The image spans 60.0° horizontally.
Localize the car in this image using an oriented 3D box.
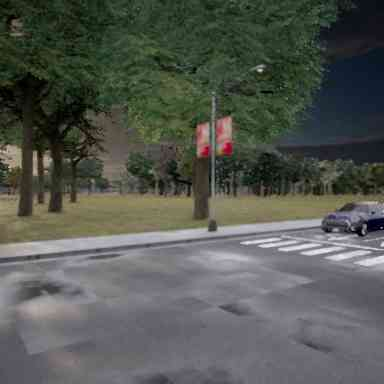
[{"bbox_3d":[9.108,1.341,18.136,4.553,1.767,2.097,0,0,-35],"label":"car"}]
